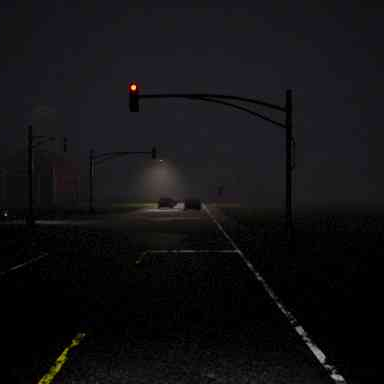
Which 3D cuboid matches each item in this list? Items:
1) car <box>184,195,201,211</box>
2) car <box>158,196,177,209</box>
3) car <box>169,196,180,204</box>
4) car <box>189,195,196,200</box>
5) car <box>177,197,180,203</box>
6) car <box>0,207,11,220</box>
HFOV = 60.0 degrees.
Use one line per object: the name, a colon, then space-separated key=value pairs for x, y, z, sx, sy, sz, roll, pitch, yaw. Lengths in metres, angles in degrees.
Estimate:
car: x=0.080 y=1.449 z=40.938 sx=1.882 sy=1.535 sz=5.008 roll=0 pitch=0 yaw=3
car: x=-3.513 y=1.443 z=45.201 sx=1.882 sy=1.535 sz=5.008 roll=0 pitch=0 yaw=0
car: x=-3.433 y=1.536 z=64.992 sx=1.895 sy=1.301 sz=4.718 roll=0 pitch=0 yaw=1
car: x=0.147 y=1.440 z=86.669 sx=1.994 sy=1.385 sz=4.181 roll=0 pitch=0 yaw=0
car: x=-3.487 y=1.477 z=55.064 sx=1.812 sy=1.442 sz=4.674 roll=0 pitch=0 yaw=1
car: x=-15.805 y=1.360 z=24.172 sx=4.902 sy=1.511 sz=2.128 roll=1 pitch=0 yaw=4
